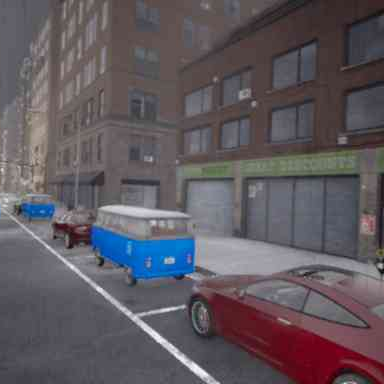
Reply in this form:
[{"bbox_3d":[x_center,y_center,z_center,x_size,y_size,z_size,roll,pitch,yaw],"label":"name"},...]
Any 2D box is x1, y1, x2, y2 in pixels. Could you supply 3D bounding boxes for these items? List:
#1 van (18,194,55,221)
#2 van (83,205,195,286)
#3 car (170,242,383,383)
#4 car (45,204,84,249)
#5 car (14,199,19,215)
[{"bbox_3d":[-10.824,1.035,23.384,1.690,1.788,3.998,2,0,-33],"label":"van"},{"bbox_3d":[-1.522,1.316,9.180,1.690,1.788,3.998,2,0,-33],"label":"van"},{"bbox_3d":[1.571,1.648,4.445,1.802,1.307,4.206,2,0,-33],"label":"car"},{"bbox_3d":[-4.629,1.427,13.914,1.887,1.381,4.507,2,0,-33],"label":"car"},{"bbox_3d":[-13.932,1.164,28.119,1.947,1.339,4.313,2,0,-33],"label":"car"}]
